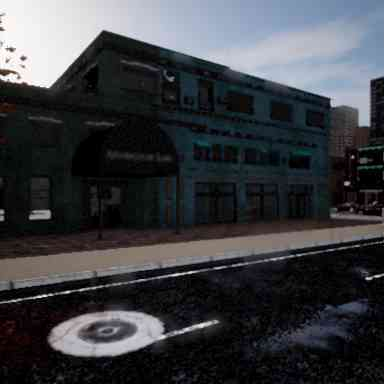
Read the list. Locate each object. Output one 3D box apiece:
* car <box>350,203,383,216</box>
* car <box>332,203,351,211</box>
[{"bbox_3d":[21.908,2.264,39.848,1.947,1.339,4.313,-1,0,-36],"label":"car"},{"bbox_3d":[23.964,2.356,51.580,2.008,1.369,4.403,-1,0,-36],"label":"car"}]
